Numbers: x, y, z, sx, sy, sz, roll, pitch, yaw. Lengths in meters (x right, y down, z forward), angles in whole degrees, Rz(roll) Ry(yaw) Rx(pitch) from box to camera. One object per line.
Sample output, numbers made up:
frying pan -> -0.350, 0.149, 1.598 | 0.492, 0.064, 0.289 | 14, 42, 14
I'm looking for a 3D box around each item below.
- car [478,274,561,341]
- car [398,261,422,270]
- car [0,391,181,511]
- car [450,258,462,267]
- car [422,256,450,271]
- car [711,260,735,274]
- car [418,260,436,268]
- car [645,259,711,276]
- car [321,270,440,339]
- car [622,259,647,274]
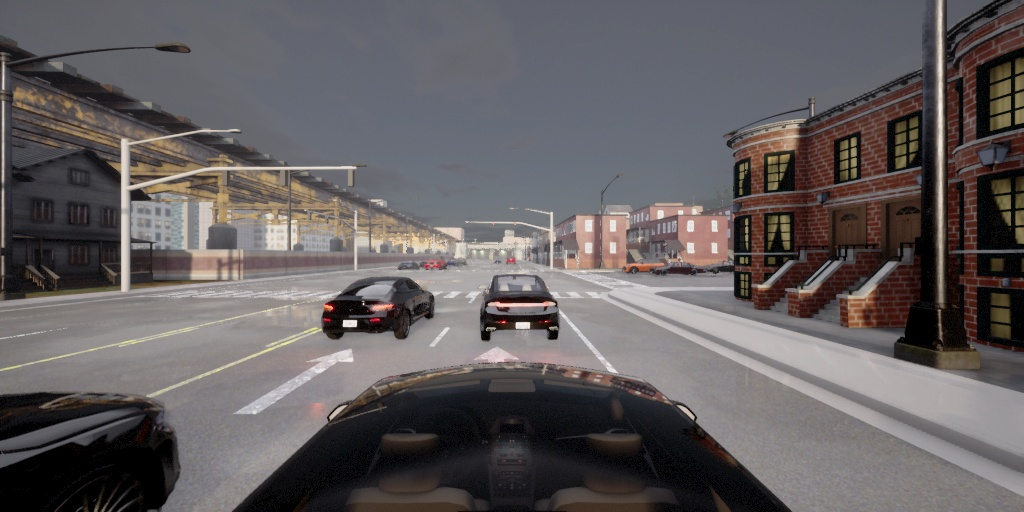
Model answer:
car -> 0.092, 1.242, 9.918 | 2.128, 1.511, 4.902 | 0, 0, -3
car -> -14.228, 1.314, 49.349 | 1.994, 1.385, 4.181 | 0, 0, 0
car -> -3.395, 1.242, 0.656 | 2.128, 1.511, 4.902 | 0, 0, 0
car -> -10.731, 1.351, 64.255 | 1.895, 1.301, 4.718 | 0, 0, 0
car -> -10.726, 0.974, 50.514 | 2.150, 2.045, 5.566 | 0, 0, 0
car -> 23.889, 1.241, 40.242 | 4.902, 1.511, 2.128 | 0, 0, 0
car -> -14.241, 1.314, 60.288 | 1.994, 1.385, 4.181 | 0, 0, 0
car -> 16.898, 1.297, 36.730 | 5.357, 1.411, 2.033 | 0, 0, 0
car -> -3.450, 1.276, 9.951 | 1.812, 1.442, 4.674 | 0, 0, 0
car -> 14.742, 1.102, 40.214 | 4.553, 1.767, 2.097 | 0, 0, 0
